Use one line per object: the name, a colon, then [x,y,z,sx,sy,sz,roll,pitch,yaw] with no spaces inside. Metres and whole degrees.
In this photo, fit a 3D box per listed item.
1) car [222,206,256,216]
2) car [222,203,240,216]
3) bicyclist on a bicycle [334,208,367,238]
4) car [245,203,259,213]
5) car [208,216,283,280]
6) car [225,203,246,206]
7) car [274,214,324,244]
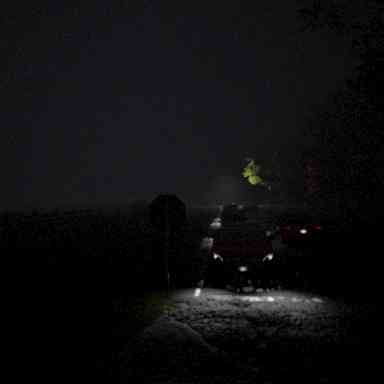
car: [2.879,1.933,22.297,2.033,1.411,5.357,-1,-1,6]
car: [4.991,2.216,42.537,2.128,1.511,4.902,-1,-1,7]
bicyclist on a bicycle: [8.412,1.676,17.682,1.656,1.620,0.582,-1,-1,6]
car: [8.430,2.246,47.720,1.882,1.535,5.008,-1,-1,6]
car: [1.622,1.714,10.755,1.812,1.442,4.674,-1,-1,8]
car: [3.919,2.120,32.409,1.994,1.385,4.181,-1,-1,6]
car: [5.327,1.820,17.254,1.994,1.385,4.181,-1,-1,6]
